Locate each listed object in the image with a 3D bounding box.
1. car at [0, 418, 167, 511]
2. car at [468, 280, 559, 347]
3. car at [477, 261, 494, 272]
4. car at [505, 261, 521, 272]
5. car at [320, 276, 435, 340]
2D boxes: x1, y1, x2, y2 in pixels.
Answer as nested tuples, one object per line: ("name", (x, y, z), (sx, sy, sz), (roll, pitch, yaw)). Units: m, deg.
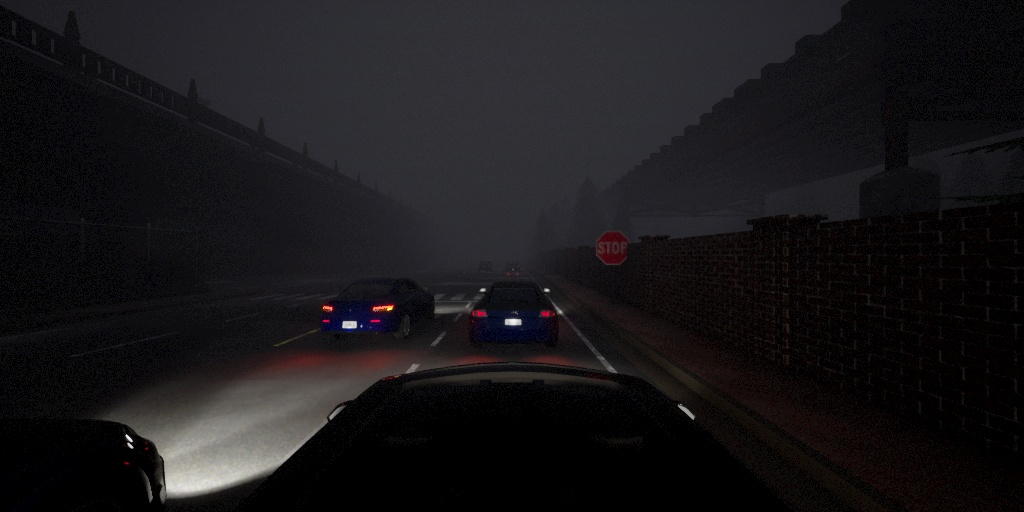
("car", (-3.399, 1.314, 0.730), (1.994, 1.385, 4.181), (0, 0, 0))
("car", (0.069, 1.314, 9.303), (1.994, 1.385, 4.181), (0, 0, 1))
("car", (-3.395, 1.297, 45.950), (2.033, 1.411, 5.357), (0, 0, -1))
("car", (0.099, 1.351, 46.119), (1.895, 1.301, 4.718), (0, 0, -1))
("car", (-3.413, 1.276, 9.825), (1.812, 1.442, 4.674), (0, 0, 0))
